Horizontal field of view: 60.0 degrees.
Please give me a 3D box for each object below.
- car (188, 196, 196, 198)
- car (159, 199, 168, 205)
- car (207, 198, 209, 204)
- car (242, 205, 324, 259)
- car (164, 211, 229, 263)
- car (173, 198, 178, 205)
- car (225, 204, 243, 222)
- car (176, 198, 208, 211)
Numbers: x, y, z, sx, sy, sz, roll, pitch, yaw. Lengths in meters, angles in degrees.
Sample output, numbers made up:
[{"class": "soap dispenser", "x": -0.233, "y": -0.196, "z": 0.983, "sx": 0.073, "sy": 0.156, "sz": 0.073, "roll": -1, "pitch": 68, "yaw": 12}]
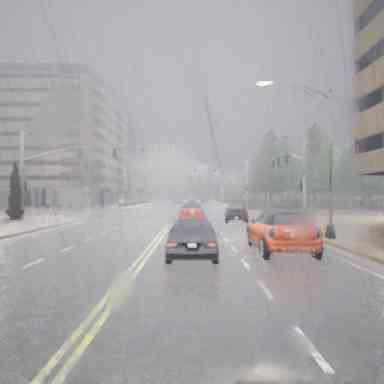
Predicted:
[{"class": "car", "x": 0.011, "y": 2.384, "z": 88.835, "sx": 1.882, "sy": 1.535, "sz": 5.008, "roll": 0, "pitch": -1, "yaw": 0}, {"class": "car", "x": -6.990, "y": 2.363, "z": 82.069, "sx": 1.812, "sy": 1.442, "sz": 4.674, "roll": 0, "pitch": -1, "yaw": 0}, {"class": "car", "x": 3.511, "y": 2.258, "z": 88.993, "sx": 2.097, "sy": 1.767, "sz": 4.553, "roll": 0, "pitch": -1, "yaw": 0}, {"class": "car", "x": 3.519, "y": 1.490, "z": 13.423, "sx": 2.097, "sy": 1.767, "sz": 4.553, "roll": 0, "pitch": -1, "yaw": 0}, {"class": "car", "x": 0.010, "y": 1.677, "z": 12.508, "sx": 2.033, "sy": 1.411, "sz": 5.357, "roll": 0, "pitch": -1, "yaw": 0}, {"class": "car", "x": -3.490, "y": 2.195, "z": 82.099, "sx": 2.097, "sy": 1.767, "sz": 4.553, "roll": 0, "pitch": -1, "yaw": 0}, {"class": "car", "x": 3.909, "y": 1.796, "z": 28.417, "sx": 1.837, "sy": 1.490, "sz": 4.892, "roll": 0, "pitch": 0, "yaw": 10}, {"class": "car", "x": 0.027, "y": 1.635, "z": 28.416, "sx": 2.097, "sy": 1.767, "sz": 4.553, "roll": 0, "pitch": 0, "yaw": 1}]
